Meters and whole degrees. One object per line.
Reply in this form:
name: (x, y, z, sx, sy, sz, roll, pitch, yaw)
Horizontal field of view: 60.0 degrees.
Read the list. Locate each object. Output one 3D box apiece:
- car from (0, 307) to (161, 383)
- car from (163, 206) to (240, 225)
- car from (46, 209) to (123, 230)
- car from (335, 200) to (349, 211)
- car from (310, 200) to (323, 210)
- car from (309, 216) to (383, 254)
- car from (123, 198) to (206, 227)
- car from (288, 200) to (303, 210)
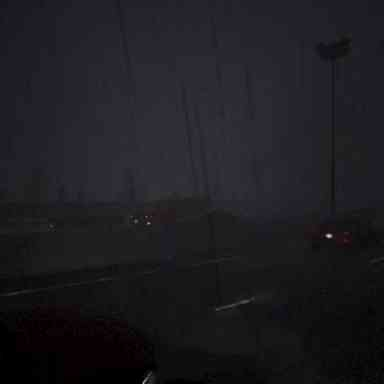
car: (-2.552, 1.476, 2.080, 5.008, 1.535, 1.882, 1, 0, -36)
car: (0.882, 1.700, 18.788, 4.674, 1.442, 1.812, 1, -1, -44)
car: (-6.694, 1.738, 21.278, 4.718, 1.301, 1.895, 1, -1, -41)
car: (23.547, 2.343, 52.899, 1.994, 1.385, 4.181, 0, -1, 21)
car: (21.211, 2.325, 56.650, 1.837, 1.490, 4.892, 0, -1, 20)
car: (6.903, 1.744, 14.639, 4.181, 1.385, 1.994, 1, -1, -44)
car: (-1.307, 1.405, 21.457, 5.566, 2.045, 2.150, 1, -1, -44)
car: (17.284, 2.267, 56.087, 1.882, 1.535, 5.008, 0, -1, 20)
